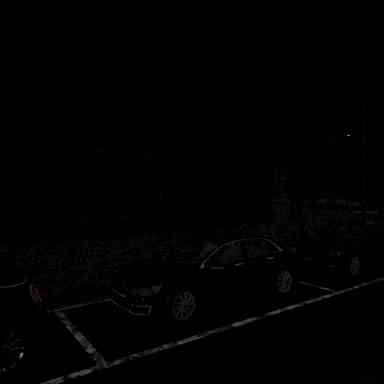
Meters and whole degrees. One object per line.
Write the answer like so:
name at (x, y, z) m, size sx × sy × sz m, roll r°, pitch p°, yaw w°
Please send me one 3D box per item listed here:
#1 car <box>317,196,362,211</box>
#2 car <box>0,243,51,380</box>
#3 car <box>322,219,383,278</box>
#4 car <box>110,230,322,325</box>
car at (15.216, 1.175, 34.279) m, size 1.812 × 1.442 × 4.674 m, roll 0°, pitch 1°, yaw -36°
car at (-3.960, 1.440, 3.827) m, size 4.097 × 1.590 × 1.967 m, roll 0°, pitch 0°, yaw -35°
car at (4.930, 1.545, 10.159) m, size 4.507 × 1.381 × 1.887 m, roll 0°, pitch 0°, yaw -35°
car at (0.485, 1.551, 6.993) m, size 4.403 × 1.369 × 2.008 m, roll 0°, pitch 0°, yaw -35°
